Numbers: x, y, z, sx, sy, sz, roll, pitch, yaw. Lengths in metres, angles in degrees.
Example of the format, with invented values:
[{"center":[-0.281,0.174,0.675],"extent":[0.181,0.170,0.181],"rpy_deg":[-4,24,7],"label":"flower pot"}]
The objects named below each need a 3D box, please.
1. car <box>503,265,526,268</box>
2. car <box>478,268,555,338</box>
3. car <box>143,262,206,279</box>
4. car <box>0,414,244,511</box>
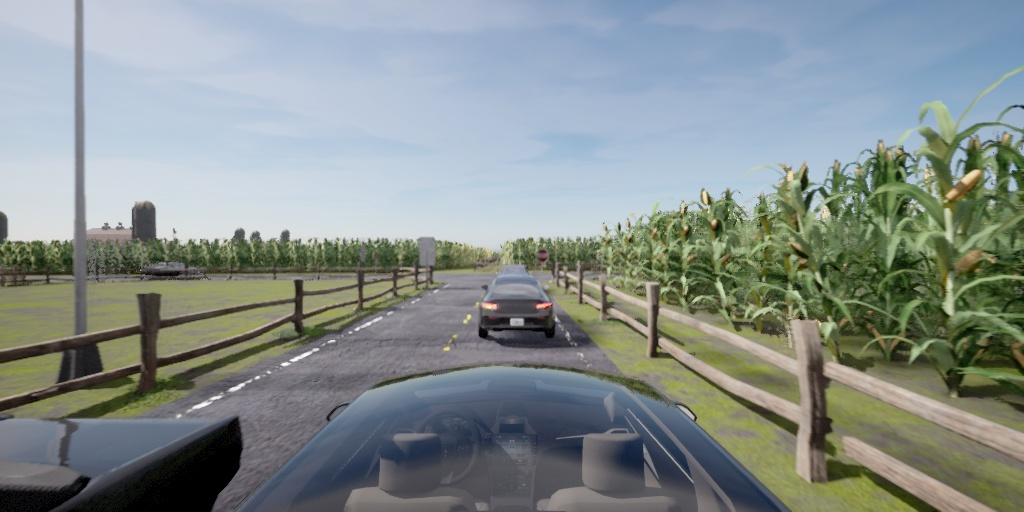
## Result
[{"center":[0.126,1.204,20.025],"extent":[2.033,1.411,5.357],"rpy_deg":[0,0,1],"label":"car"},{"center":[0.103,1.233,9.949],"extent":[1.812,1.442,4.674],"rpy_deg":[0,0,0],"label":"car"},{"center":[-30.827,1.328,32.826],"extent":[4.902,1.511,2.128],"rpy_deg":[0,1,0],"label":"car"},{"center":[-2.849,1.358,0.305],"extent":[1.895,1.301,4.718],"rpy_deg":[0,0,0],"label":"car"}]
